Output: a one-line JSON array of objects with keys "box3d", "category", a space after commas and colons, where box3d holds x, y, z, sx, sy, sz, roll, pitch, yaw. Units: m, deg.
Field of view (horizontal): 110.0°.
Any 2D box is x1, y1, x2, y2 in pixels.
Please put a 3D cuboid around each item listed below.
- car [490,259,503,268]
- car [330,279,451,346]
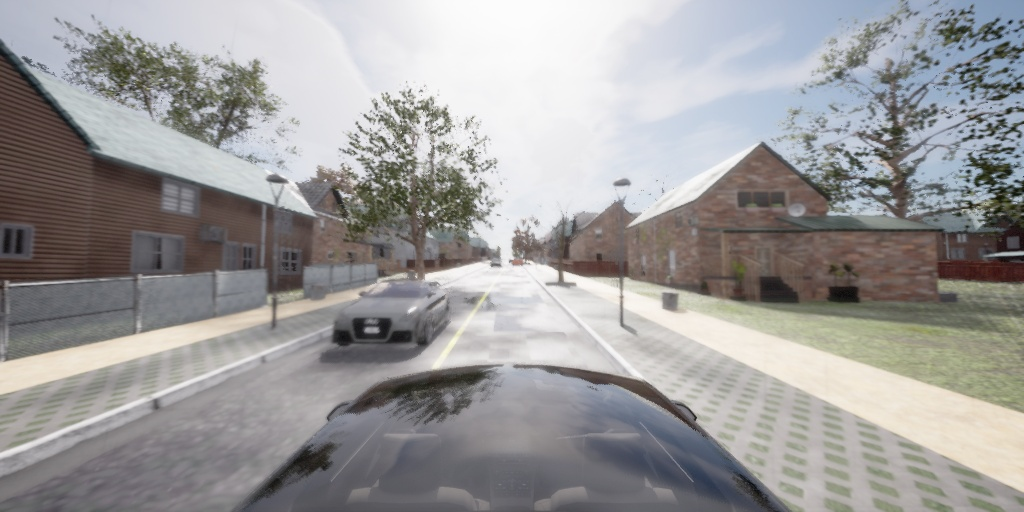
[{"box3d": [-2.649, 1.228, 60.701, 1.837, 1.490, 4.892, 0, 0, 1], "category": "car"}, {"box3d": [-2.832, 1.312, 9.255, 1.994, 1.385, 4.181, 0, 0, 0], "category": "car"}]
